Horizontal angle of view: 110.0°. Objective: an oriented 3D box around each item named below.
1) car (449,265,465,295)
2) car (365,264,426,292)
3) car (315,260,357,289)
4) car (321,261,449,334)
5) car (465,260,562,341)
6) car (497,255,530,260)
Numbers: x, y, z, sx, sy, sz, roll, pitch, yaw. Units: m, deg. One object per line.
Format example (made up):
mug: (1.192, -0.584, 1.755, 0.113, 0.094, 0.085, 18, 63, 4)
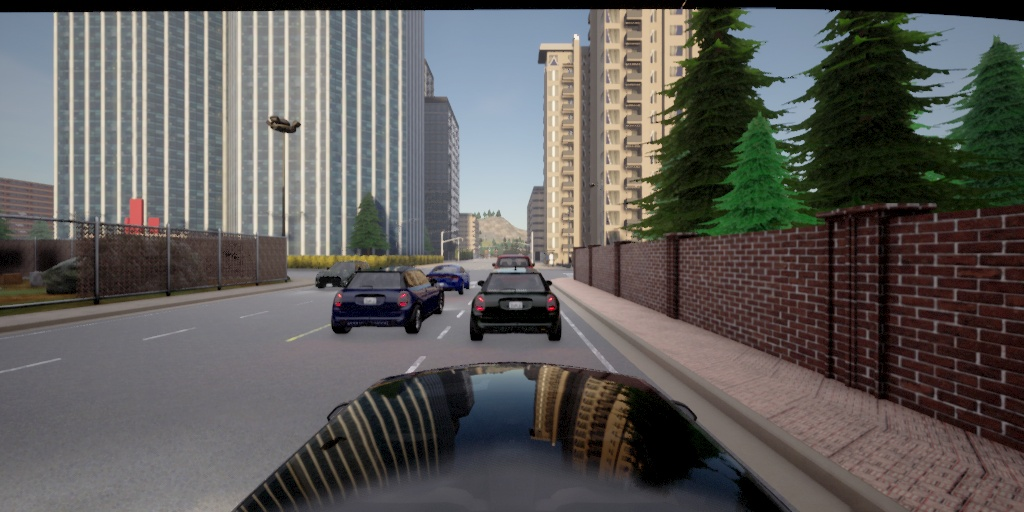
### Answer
car: (-3.440, 1.219, 19.761, 1.882, 1.535, 5.008, 0, 0, -1)
car: (-7.031, 1.287, 22.295, 2.033, 1.411, 5.357, 0, 0, 0)
car: (-10.527, 1.094, 22.903, 2.097, 1.767, 4.553, 0, 0, 0)
car: (-3.416, 1.097, 10.754, 2.097, 1.767, 4.553, 0, 0, 0)
car: (0.083, 1.098, 10.006, 2.097, 1.767, 4.553, 0, 0, 0)
car: (0.086, 0.963, 19.415, 2.150, 2.045, 5.566, 0, 0, 0)
